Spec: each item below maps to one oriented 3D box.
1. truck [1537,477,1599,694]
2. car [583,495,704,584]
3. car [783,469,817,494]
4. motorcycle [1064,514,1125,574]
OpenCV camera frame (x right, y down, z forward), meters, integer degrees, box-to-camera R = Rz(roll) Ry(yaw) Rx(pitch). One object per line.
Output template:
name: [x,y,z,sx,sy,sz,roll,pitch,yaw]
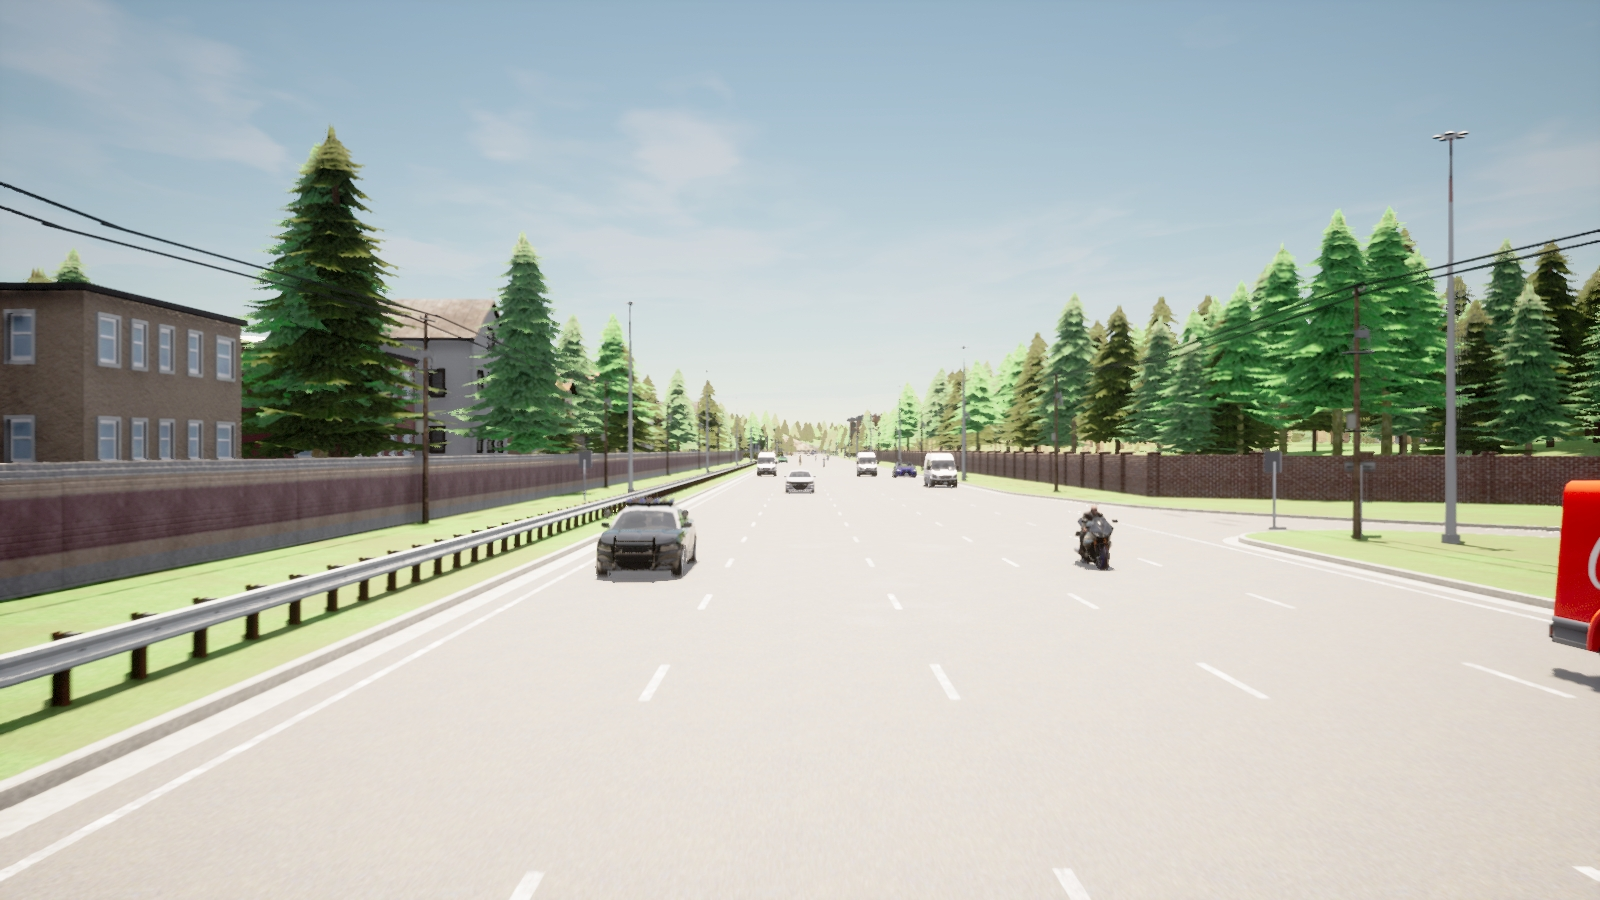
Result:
truck: [10.499,1.568,11.638,2.627,2.467,5.204,0,0,0]
car: [-3.500,1.982,26.584,2.097,1.638,5.238,0,0,0]
car: [-0.001,2.034,74.810,2.097,1.535,5.006,0,0,0]
motorcycle: [7.000,2.205,27.262,0.867,1.251,2.209,0,0,0]
